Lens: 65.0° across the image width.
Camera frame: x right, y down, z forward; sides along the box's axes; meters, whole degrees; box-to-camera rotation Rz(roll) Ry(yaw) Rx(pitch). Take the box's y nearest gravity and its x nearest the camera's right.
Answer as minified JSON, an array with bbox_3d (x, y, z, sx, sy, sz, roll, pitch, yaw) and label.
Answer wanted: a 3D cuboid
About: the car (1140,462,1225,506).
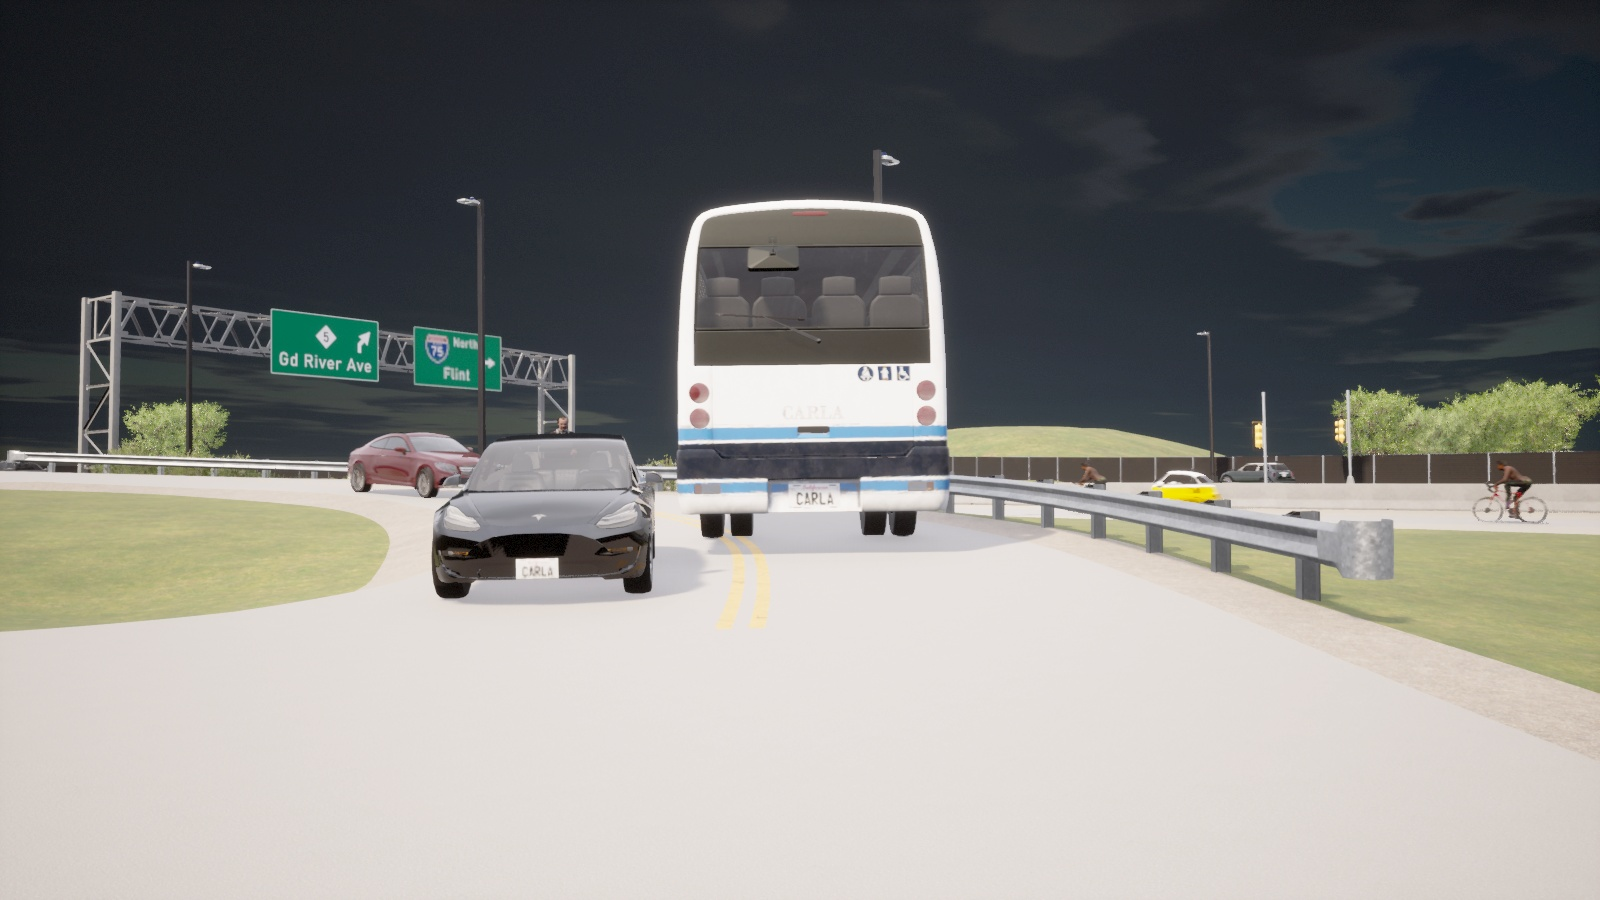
[{"bbox_3d":[12.164,1.079,39.962,2.207,1.376,1.481,-1,-1,35],"label":"car"}]

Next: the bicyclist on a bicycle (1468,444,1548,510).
[{"bbox_3d":[17.883,0.686,31.740,1.656,1.620,0.582,-2,-2,35],"label":"bicyclist on a bicycle"}]

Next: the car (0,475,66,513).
[{"bbox_3d":[-38.975,2.223,63.072,4.605,1.855,1.932,-2,-2,36],"label":"car"}]

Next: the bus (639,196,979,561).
[{"bbox_3d":[-0.006,-0.938,20.230,3.944,4.253,10.273,-2,1,-1],"label":"bus"}]

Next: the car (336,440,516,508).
[{"bbox_3d":[-8.698,0.504,28.994,4.674,1.442,1.812,0,0,42],"label":"car"}]

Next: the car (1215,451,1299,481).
[{"bbox_3d":[24.103,0.854,66.348,1.970,1.475,3.806,-1,-1,-28],"label":"car"}]

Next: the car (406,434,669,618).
[{"bbox_3d":[-2.491,0.617,13.154,2.163,1.488,4.792,-2,1,-6],"label":"car"}]
